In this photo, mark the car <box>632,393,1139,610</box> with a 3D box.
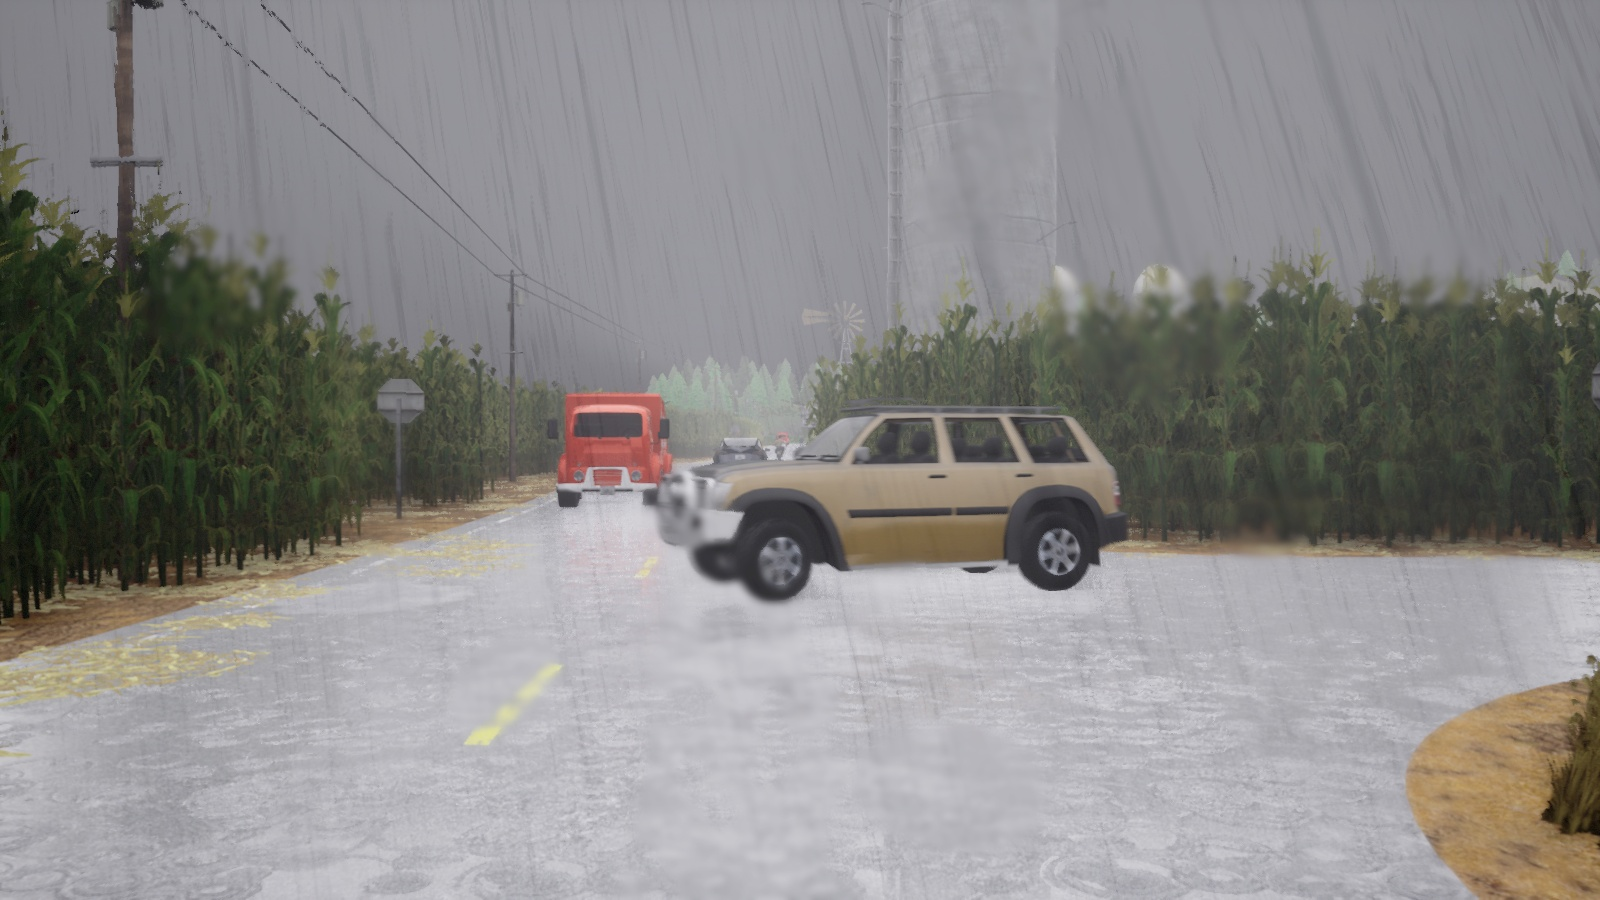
[{"bbox_3d":[0.817,0.437,12.419,4.605,1.855,1.932,0,0,-20],"label":"car"}]

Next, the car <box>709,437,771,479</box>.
[{"bbox_3d":[-2.196,0.269,46.840,2.163,1.488,4.792,0,1,-2],"label":"car"}]

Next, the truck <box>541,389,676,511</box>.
[{"bbox_3d":[-4.133,-0.030,28.056,2.627,2.467,5.204,0,1,-5],"label":"truck"}]
